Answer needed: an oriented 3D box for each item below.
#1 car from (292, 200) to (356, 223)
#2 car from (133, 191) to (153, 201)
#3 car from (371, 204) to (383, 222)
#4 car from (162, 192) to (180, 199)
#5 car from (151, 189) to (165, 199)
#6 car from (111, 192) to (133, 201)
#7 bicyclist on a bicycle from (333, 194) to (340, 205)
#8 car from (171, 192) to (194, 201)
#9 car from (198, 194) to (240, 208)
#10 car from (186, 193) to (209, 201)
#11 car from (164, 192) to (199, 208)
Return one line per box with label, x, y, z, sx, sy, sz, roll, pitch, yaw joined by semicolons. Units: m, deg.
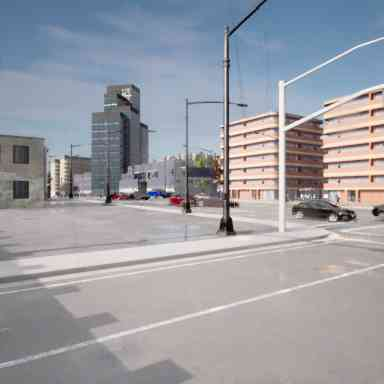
car;9.947;1.435;25.338;1.837;1.490;4.892;0;1;-34
car;-9.689;0.841;60.429;2.033;1.411;5.357;0;1;-34
car;15.663;1.441;23.994;2.128;1.511;4.902;0;0;-43
car;-4.592;0.661;71.584;1.994;1.385;4.181;0;1;-34
car;-7.497;0.334;69.631;2.150;2.045;5.566;0;1;-34
car;-12.707;0.771;58.645;1.882;1.535;5.008;0;1;-34
bicyclist on a bicycle;20.042;1.094;45.989;1.656;1.620;0.582;0;1;-34
car;-1.842;0.862;61.459;1.837;1.490;4.892;0;1;-34
car;3.504;1.256;40.967;2.033;1.411;5.357;0;1;-34
car;1.042;0.959;63.344;1.895;1.301;4.718;0;1;-34
car;-1.058;1.008;41.440;2.097;1.767;4.553;0;1;-34
